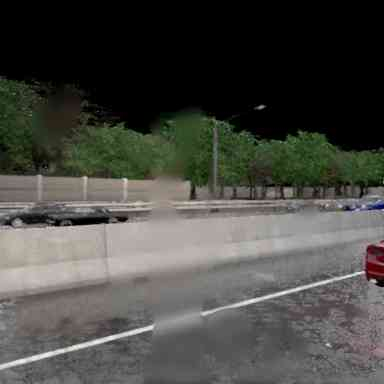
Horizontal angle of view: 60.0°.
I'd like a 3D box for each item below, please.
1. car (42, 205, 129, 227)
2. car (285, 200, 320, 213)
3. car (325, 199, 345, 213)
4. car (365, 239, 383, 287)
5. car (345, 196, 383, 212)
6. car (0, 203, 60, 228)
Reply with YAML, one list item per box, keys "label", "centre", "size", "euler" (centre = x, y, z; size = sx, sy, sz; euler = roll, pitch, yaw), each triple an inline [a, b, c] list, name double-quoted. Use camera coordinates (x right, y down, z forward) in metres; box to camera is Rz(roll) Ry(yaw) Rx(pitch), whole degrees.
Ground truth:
- label: "car"
  centre: [-6.512, 1.631, 20.837]
  size: [4.718, 1.301, 1.895]
  euler: [0, 0, -35]
- label: "car"
  centre: [13.004, 1.681, 38.932]
  size: [4.892, 1.490, 1.837]
  euler: [0, 0, -35]
- label: "car"
  centre: [17.067, 1.543, 37.507]
  size: [4.553, 1.767, 2.097]
  euler: [0, 0, -35]
- label: "car"
  centre: [6.242, 1.524, 8.191]
  size: [5.008, 1.535, 1.882]
  euler: [0, 0, -35]
- label: "car"
  centre: [18.588, 1.408, 34.302]
  size: [5.566, 2.045, 2.150]
  euler: [0, 0, -35]
- label: "car"
  centre: [-10.198, 1.523, 22.254]
  size: [4.892, 1.490, 1.837]
  euler: [0, 0, -37]
